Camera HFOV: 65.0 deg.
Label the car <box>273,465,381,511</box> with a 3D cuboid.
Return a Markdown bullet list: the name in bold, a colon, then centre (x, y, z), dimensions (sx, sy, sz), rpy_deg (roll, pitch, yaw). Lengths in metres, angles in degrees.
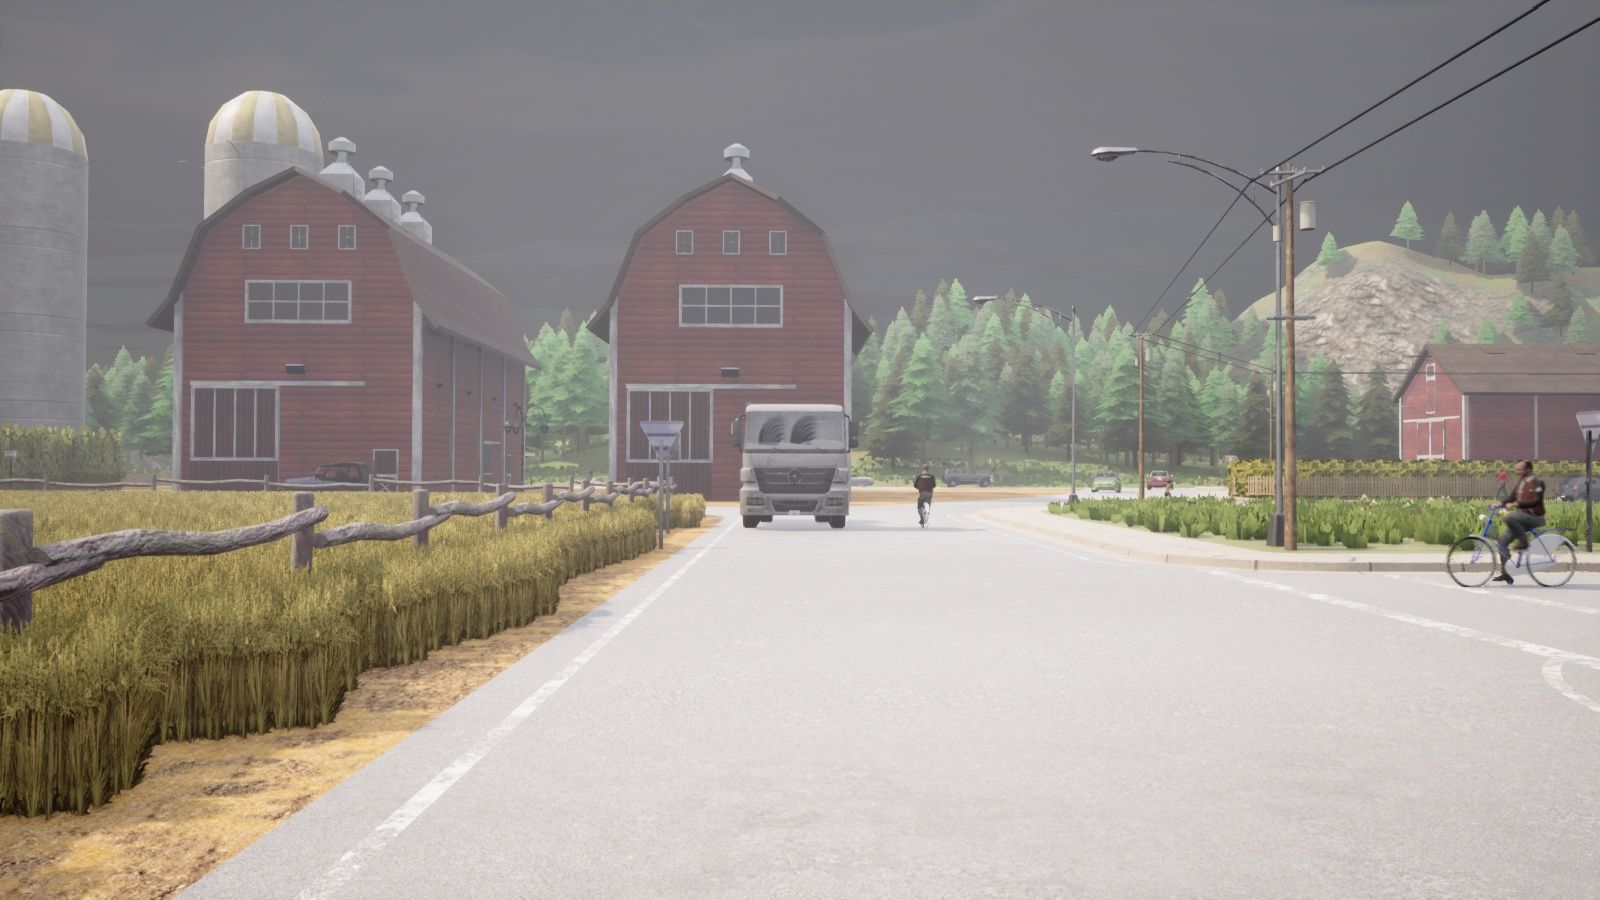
- **car**: centre (-19.821, 1.575, 52.740), dimensions (3.866, 1.878, 1.905), rpy_deg (0, -1, -3)

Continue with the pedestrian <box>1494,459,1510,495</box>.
- **pedestrian**: centre (36.319, 1.416, 64.994), dimensions (0.636, 1.846, 0.331), rpy_deg (0, -1, 2)

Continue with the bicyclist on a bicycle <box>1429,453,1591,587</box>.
- **bicyclist on a bicycle**: centre (9.661, 0.934, 17.118), dimensions (1.843, 1.776, 0.659), rpy_deg (0, -1, -3)

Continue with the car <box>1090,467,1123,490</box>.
- **car**: centre (21.076, 1.951, 86.251), dimensions (2.007, 1.525, 4.514), rpy_deg (-1, -1, 17)

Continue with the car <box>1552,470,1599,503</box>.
- **car**: centre (36.896, 1.648, 57.636), dimensions (3.633, 1.501, 1.845), rpy_deg (0, -1, 0)

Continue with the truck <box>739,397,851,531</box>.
- **truck**: centre (-0.159, 0.447, 36.420), dimensions (2.891, 3.462, 7.936), rpy_deg (0, -1, 0)
